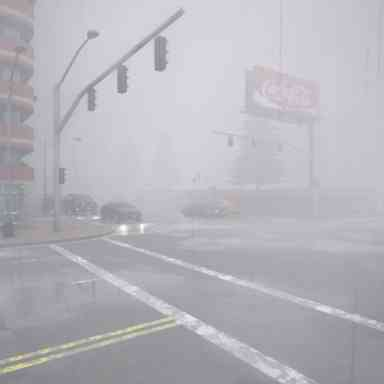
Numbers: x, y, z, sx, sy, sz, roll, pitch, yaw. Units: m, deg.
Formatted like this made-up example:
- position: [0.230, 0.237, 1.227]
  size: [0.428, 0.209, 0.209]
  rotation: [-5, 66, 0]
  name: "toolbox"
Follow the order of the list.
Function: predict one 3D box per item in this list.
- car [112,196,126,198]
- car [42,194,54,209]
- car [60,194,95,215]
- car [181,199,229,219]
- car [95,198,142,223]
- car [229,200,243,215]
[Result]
- position: [-11.842, 1.351, 52.860]
  size: [2.097, 1.767, 4.553]
  rotation: [0, 0, -36]
  name: "car"
- position: [-17.750, 1.222, 42.777]
  size: [2.150, 2.045, 5.566]
  rotation: [0, 0, -35]
  name: "car"
- position: [-11.590, 1.221, 34.206]
  size: [2.150, 2.045, 5.566]
  rotation: [0, 0, -36]
  name: "car"
- position: [0.852, 1.564, 29.247]
  size: [1.994, 1.385, 4.181]
  rotation: [0, 0, -36]
  name: "car"
- position: [-5.590, 1.505, 25.871]
  size: [1.837, 1.490, 4.892]
  rotation: [0, 0, -36]
  name: "car"
- position: [2.804, 1.477, 32.524]
  size: [1.882, 1.535, 5.008]
  rotation: [0, 0, -36]
  name: "car"
